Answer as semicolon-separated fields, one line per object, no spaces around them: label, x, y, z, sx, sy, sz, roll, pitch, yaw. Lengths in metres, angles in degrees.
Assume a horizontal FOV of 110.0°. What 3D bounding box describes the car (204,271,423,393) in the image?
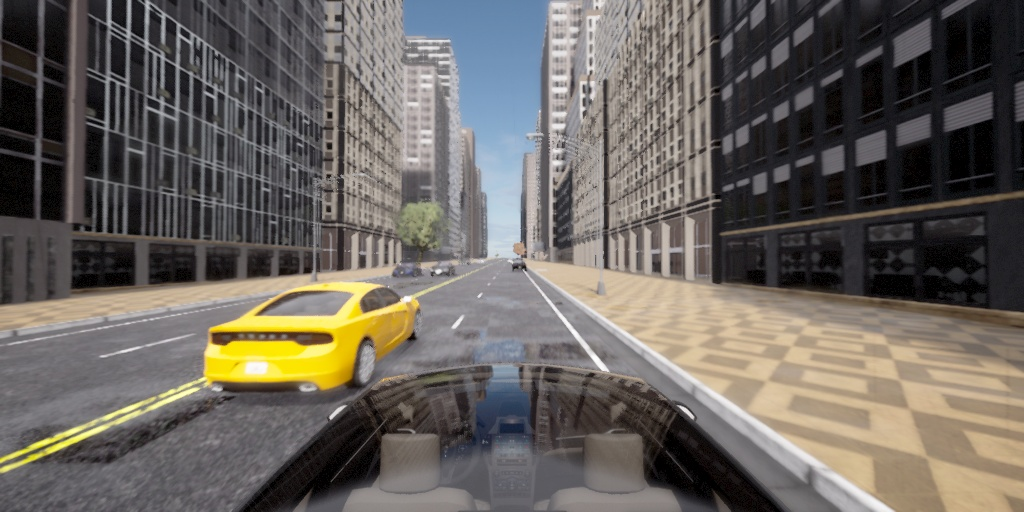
car;-3.148;1.228;6.897;1.882;1.535;5.008;0;0;0

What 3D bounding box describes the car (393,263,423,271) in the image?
car;-9.828;1.316;33.893;1.994;1.385;4.181;0;0;0

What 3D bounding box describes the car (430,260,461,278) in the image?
car;-6.577;1.245;34.569;2.128;1.511;4.902;0;0;0

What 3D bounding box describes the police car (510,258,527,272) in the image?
police car;0.979;1.179;46.931;1.930;1.638;5.238;0;0;0
